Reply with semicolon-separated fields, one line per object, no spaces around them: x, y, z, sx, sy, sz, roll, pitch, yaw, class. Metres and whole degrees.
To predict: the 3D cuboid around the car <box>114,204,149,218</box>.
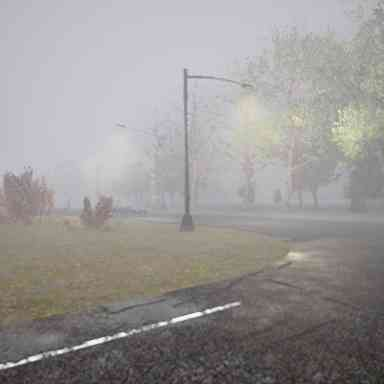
-6.681;1.968;35.622;4.718;1.301;1.895;-1;0;44;car
